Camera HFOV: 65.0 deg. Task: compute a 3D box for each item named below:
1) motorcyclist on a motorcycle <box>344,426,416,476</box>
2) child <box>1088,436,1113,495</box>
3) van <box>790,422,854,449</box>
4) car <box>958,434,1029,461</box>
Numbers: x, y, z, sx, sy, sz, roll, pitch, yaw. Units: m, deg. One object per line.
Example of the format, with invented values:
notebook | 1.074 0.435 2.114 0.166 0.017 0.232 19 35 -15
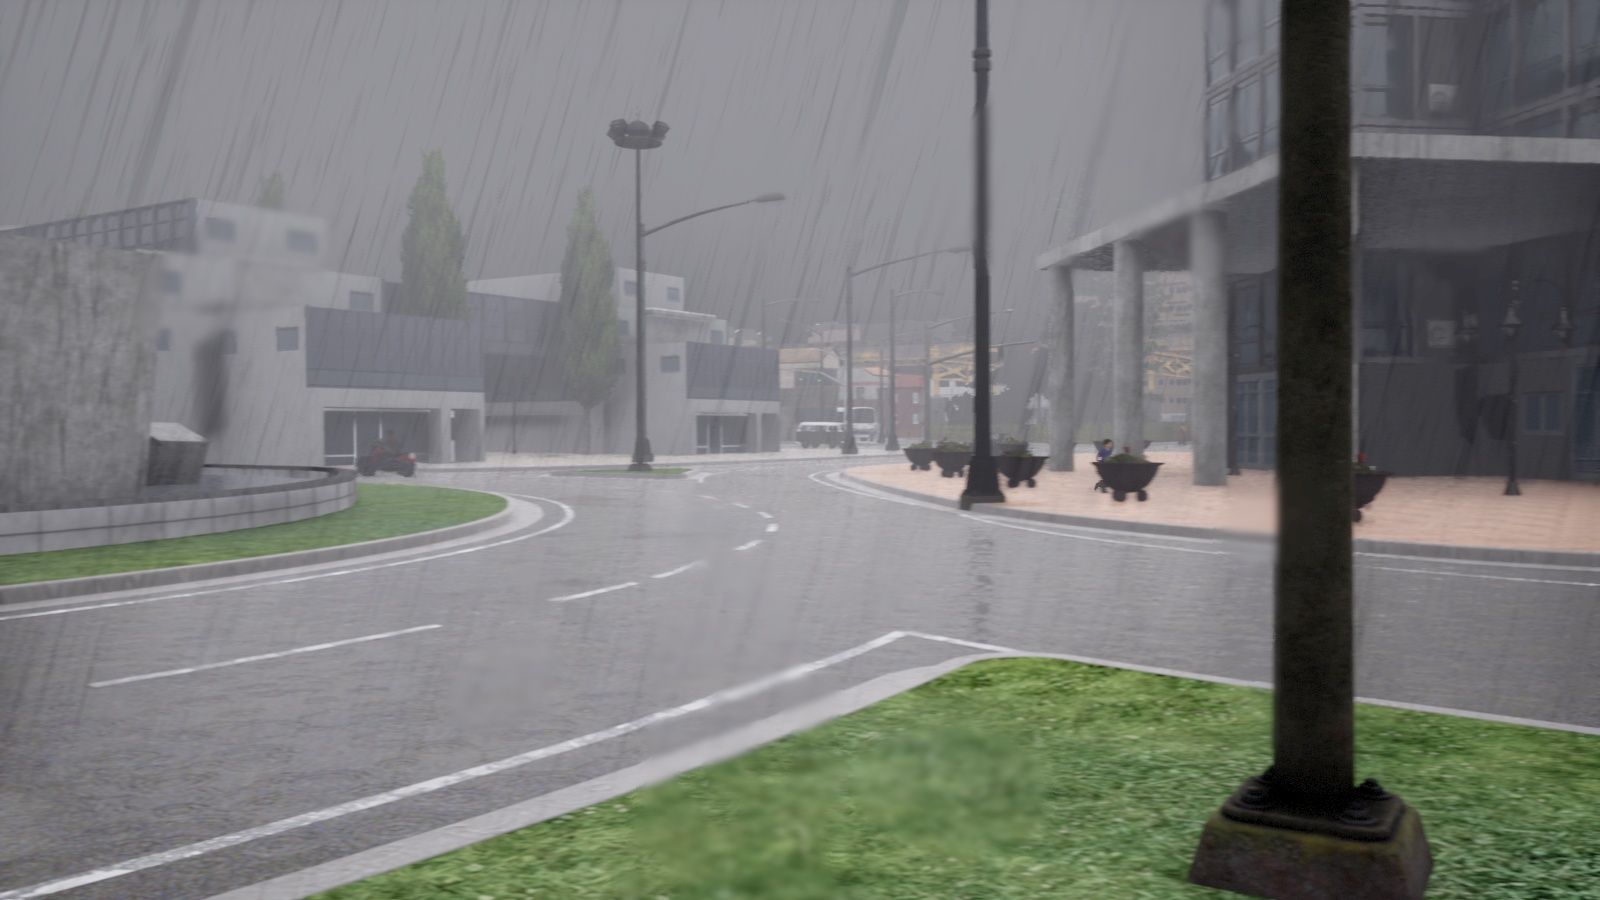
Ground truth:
motorcyclist on a motorcycle | -14.126 0.011 42.222 2.350 1.649 0.766 0 1 21
child | 6.463 0.324 27.015 0.437 1.263 0.270 1 1 41
van | 1.659 -1.135 96.643 4.480 2.038 2.069 1 1 32
car | 10.145 -0.152 65.525 1.895 1.301 4.718 1 1 32
